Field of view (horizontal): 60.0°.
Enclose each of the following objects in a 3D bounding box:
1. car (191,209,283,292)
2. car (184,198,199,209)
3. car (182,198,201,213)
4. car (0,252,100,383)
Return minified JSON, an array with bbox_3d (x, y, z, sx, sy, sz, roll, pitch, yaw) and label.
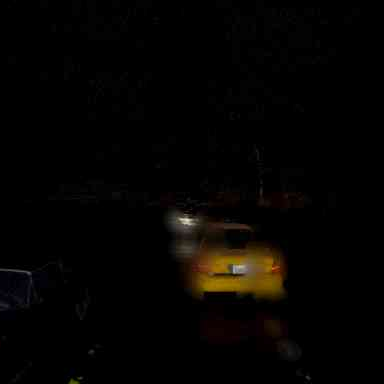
[{"bbox_3d":[0.938,1.457,8.920,1.801,1.575,5.366,0,0,0],"label":"car"},{"bbox_3d":[-0.105,1.572,46.306,1.994,1.385,4.181,0,0,1],"label":"car"},{"bbox_3d":[-0.028,1.532,37.415,1.812,1.442,4.674,0,0,0],"label":"car"},{"bbox_3d":[-2.763,1.601,4.412,1.895,1.301,4.718,0,0,0],"label":"car"}]
